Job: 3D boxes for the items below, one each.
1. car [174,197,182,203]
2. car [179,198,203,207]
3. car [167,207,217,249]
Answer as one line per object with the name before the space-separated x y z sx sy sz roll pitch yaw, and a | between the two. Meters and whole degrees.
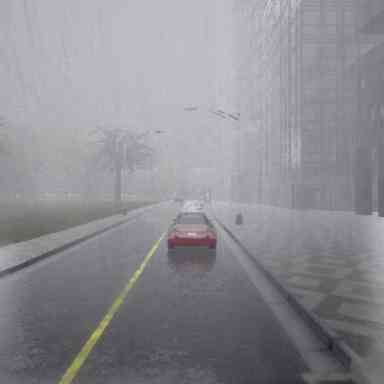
car | -3.000 1.808 75.903 1.895 1.301 4.718 0 -1 0
car | 0.000 1.549 29.650 1.812 1.442 4.674 0 0 0
car | 0.000 1.578 14.649 1.994 1.385 4.181 0 0 0
